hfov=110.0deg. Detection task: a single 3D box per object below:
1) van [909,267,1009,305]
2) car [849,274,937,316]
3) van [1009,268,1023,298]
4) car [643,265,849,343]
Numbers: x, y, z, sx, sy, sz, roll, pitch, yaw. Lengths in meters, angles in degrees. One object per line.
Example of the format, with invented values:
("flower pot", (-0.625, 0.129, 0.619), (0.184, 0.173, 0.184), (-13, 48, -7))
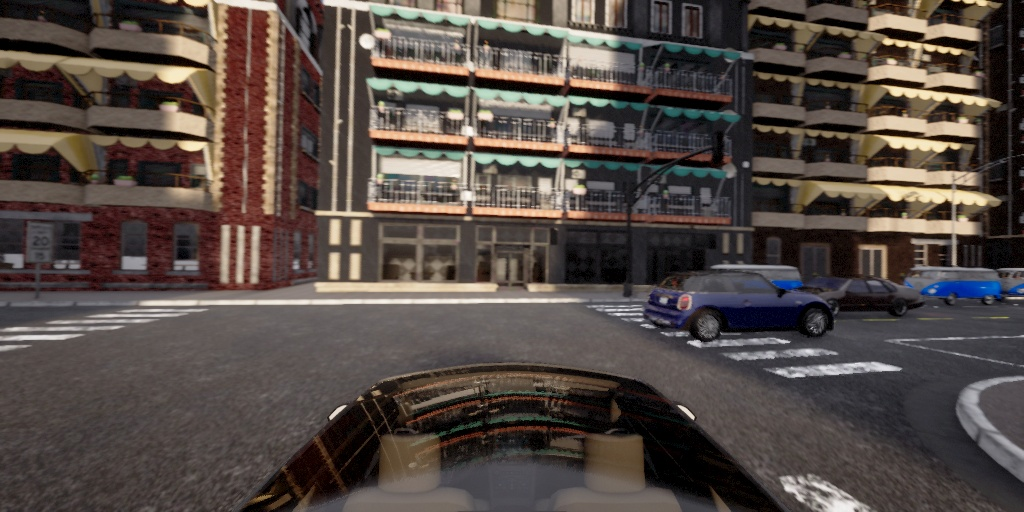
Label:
("van", (21.693, 1.455, 17.765), (3.998, 1.789, 1.690), (0, 0, -10))
("car", (12.747, 1.500, 13.769), (5.357, 1.411, 2.033), (1, -1, -10))
("van", (27.255, 1.537, 18.700), (3.998, 1.789, 1.690), (0, 0, -10))
("car", (6.052, 1.190, 9.748), (4.553, 1.767, 2.097), (0, 0, -10))
